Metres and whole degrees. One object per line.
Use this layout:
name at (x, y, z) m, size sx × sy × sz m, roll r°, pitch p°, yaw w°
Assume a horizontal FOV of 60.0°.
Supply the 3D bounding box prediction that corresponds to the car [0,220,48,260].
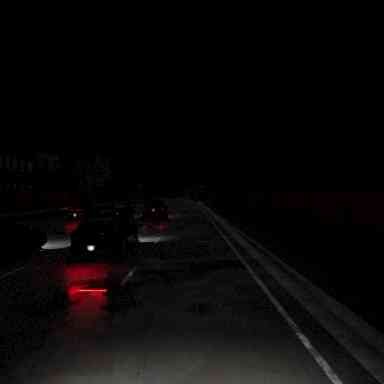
car at (-6.905, 1.660, 11.364) m, size 2.033 × 1.411 × 5.357 m, roll 0°, pitch -1°, yaw 0°

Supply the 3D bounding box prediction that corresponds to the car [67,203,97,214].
car at (-10.411, 1.819, 31.968) m, size 1.837 × 1.490 × 4.892 m, roll 0°, pitch -1°, yaw 0°

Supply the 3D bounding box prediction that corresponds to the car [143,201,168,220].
car at (-3.413, 1.662, 31.629) m, size 2.097 × 1.767 × 4.553 m, roll 0°, pitch -1°, yaw 0°

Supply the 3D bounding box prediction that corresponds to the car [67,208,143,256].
car at (-3.406, 1.640, 13.636) m, size 1.837 × 1.490 × 4.892 m, roll 0°, pitch 0°, yaw 0°

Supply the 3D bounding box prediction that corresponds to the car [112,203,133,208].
car at (-6.926, 1.849, 32.927) m, size 1.812 × 1.442 × 4.674 m, roll 0°, pitch -1°, yaw 0°
